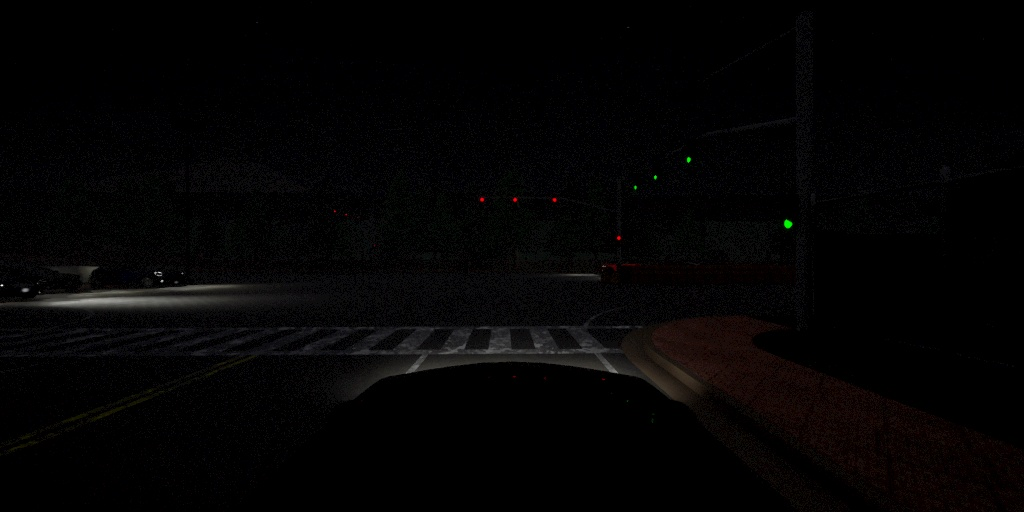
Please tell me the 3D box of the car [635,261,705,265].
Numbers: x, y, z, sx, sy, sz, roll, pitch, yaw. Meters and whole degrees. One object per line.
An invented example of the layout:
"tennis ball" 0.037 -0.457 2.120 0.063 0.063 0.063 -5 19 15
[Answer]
"car" 13.708 1.255 31.219 4.892 1.490 1.837 0 0 -2

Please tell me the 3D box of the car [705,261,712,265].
"car" 16.352 1.276 34.802 4.674 1.442 1.812 0 0 -2

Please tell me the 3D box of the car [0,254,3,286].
"car" -36.328 0.863 22.463 5.566 2.045 2.150 1 0 -1

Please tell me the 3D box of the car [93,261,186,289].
"car" -23.705 1.096 22.852 4.553 1.767 2.097 0 0 -2

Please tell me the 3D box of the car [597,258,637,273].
"car" 11.419 1.102 38.151 4.553 1.767 2.097 0 0 -2

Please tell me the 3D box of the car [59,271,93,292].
"car" -26.356 1.220 19.269 5.008 1.535 1.882 0 0 -2

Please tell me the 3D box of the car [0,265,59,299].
"car" -23.885 1.242 15.790 4.902 1.511 2.128 0 0 0

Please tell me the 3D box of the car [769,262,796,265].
"car" 25.618 1.351 31.589 4.718 1.301 1.895 0 0 -2

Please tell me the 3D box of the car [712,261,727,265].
"car" 20.530 1.252 38.435 4.892 1.490 1.837 -1 0 -2
